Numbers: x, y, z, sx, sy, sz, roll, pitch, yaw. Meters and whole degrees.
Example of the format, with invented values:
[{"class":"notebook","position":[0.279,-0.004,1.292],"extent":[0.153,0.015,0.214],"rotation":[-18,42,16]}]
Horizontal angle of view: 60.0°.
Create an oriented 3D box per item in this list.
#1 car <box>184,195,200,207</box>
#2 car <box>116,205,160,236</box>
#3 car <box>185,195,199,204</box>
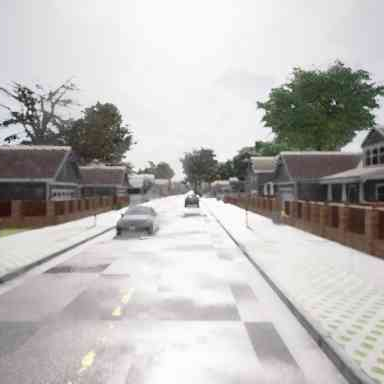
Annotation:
[{"class":"car","position":[-0.002,1.143,46.198],"extent":[2.097,1.767,4.553],"rotation":[0,0,0]},{"class":"car","position":[-2.815,1.462,18.104],"extent":[1.812,1.442,4.674],"rotation":[0,0,0]},{"class":"car","position":[-0.004,1.237,56.292],"extent":[2.128,1.511,4.902],"rotation":[0,0,0]}]
